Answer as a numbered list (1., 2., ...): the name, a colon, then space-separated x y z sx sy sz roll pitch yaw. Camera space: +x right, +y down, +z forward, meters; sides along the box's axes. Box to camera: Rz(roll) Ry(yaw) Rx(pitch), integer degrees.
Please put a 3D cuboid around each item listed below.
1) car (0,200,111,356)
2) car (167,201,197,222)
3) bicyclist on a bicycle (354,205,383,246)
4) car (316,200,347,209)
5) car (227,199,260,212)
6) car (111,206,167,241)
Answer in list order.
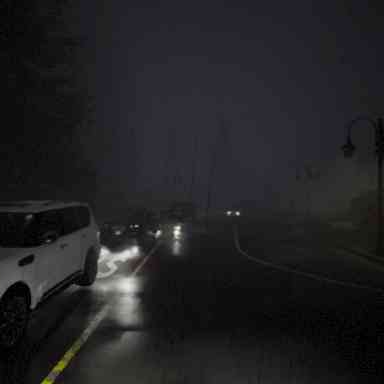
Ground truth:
1. car: -3.459 1.209 6.415 2.150 2.045 5.566 0 0 2
2. car: -1.053 1.494 26.733 1.882 1.535 5.008 0 0 18
3. bicyclist on a bicycle: 7.155 1.346 13.029 1.656 1.620 0.582 0 0 1
4. car: 19.900 1.717 47.212 4.718 1.301 1.895 0 0 -32
5. car: 6.411 1.603 40.986 2.033 1.411 5.357 0 0 40
6. car: -2.917 1.490 16.736 2.128 1.511 4.902 0 0 6
